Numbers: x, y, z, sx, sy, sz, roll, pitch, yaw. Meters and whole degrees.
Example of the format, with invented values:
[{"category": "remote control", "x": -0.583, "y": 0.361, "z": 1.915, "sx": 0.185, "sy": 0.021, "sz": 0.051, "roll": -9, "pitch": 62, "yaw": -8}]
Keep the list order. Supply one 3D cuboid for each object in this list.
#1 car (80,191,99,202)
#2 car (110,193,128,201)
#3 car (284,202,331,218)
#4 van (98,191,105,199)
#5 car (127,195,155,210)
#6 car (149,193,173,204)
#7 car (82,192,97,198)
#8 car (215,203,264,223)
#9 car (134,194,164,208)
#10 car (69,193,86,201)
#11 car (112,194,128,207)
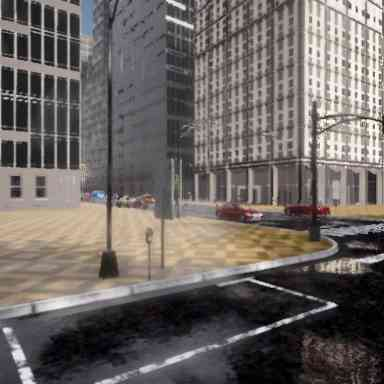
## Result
[{"category": "car", "x": -17.923, "y": 0.998, "z": 56.698, "sx": 1.887, "sy": 1.381, "sz": 4.507, "roll": 1, "pitch": 0, "yaw": -35}, {"category": "car", "x": -14.423, "y": 0.974, "z": 65.592, "sx": 1.947, "sy": 1.339, "sz": 4.313, "roll": 1, "pitch": 0, "yaw": -36}, {"category": "car", "x": 9.992, "y": 1.475, "z": 28.962, "sx": 1.802, "sy": 1.307, "sz": 4.206, "roll": 1, "pitch": 0, "yaw": -32}, {"category": "van", "x": -20.987, "y": 0.625, "z": 74.459, "sx": 1.690, "sy": 1.788, "sz": 3.998, "roll": 1, "pitch": 0, "yaw": -37}, {"category": "car", "x": -5.491, "y": 1.284, "z": 38.278, "sx": 1.802, "sy": 1.307, "sz": 4.206, "roll": 1, "pitch": 0, "yaw": -33}, {"category": "car", "x": -4.824, "y": 1.033, "z": 52.113, "sx": 1.967, "sy": 1.590, "sz": 4.097, "roll": 1, "pitch": 0, "yaw": -34}, {"category": "car", "x": -24.355, "y": 0.766, "z": 78.843, "sx": 1.887, "sy": 1.381, "sz": 4.507, "roll": 1, "pitch": 0, "yaw": -38}, {"category": "car", "x": 3.357, "y": 1.466, "z": 24.292, "sx": 1.802, "sy": 1.307, "sz": 4.206, "roll": 1, "pitch": 0, "yaw": -32}, {"category": "car", "x": -5.627, "y": 1.138, "z": 43.231, "sx": 1.882, "sy": 1.535, "sz": 5.008, "roll": 0, "pitch": 1, "yaw": -33}, {"category": "car", "x": -21.063, "y": 0.917, "z": 61.079, "sx": 1.752, "sy": 1.417, "sz": 4.829, "roll": 1, "pitch": 0, "yaw": -36}, {"category": "car", "x": -8.425, "y": 1.168, "z": 42.784, "sx": 1.752, "sy": 1.417, "sz": 4.829, "roll": 1, "pitch": 0, "yaw": -33}]
